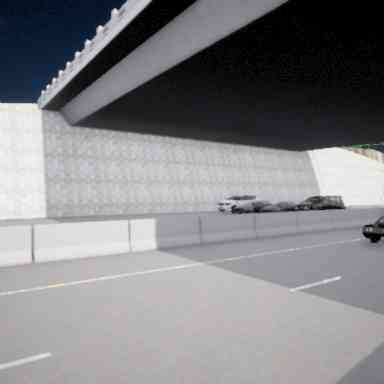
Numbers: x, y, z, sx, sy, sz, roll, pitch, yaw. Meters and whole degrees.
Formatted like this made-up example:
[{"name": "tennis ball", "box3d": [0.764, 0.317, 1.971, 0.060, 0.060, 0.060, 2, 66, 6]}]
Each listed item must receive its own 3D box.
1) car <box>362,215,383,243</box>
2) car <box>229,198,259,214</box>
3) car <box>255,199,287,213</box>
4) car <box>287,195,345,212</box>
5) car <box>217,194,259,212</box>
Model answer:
[{"name": "car", "box3d": [9.760, 1.649, 15.018, 4.718, 1.301, 1.895, 0, 0, -36]}, {"name": "car", "box3d": [6.828, 1.623, 34.673, 5.357, 1.411, 2.033, 0, 0, -36]}, {"name": "car", "box3d": [8.912, 1.623, 31.860, 5.357, 1.411, 2.033, 0, 0, -36]}, {"name": "car", "box3d": [11.221, 1.299, 29.208, 5.566, 2.045, 2.150, 0, 0, -36]}, {"name": "car", "box3d": [5.423, 1.300, 37.968, 5.566, 2.045, 2.150, 0, 0, -35]}]
